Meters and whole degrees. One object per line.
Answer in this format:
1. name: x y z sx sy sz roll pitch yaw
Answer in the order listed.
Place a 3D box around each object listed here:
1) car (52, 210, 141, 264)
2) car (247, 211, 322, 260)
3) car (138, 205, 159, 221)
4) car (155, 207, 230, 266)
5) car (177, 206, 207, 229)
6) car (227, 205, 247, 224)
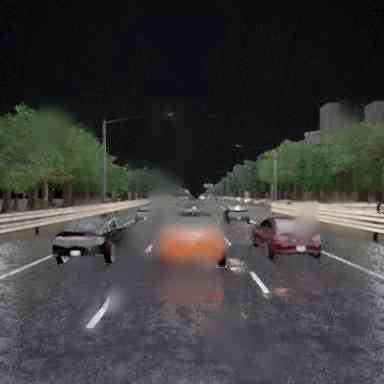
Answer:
1. car: -3.458 1.636 12.344 2.128 1.511 4.902 0 -1 0
2. car: 3.548 1.678 13.066 1.812 1.442 4.674 0 0 0
3. car: -3.462 1.797 27.343 2.128 1.511 4.902 0 0 0
4. car: 0.042 1.495 12.249 2.097 1.767 4.553 0 -1 0
5. car: 0.020 1.831 25.144 2.033 1.411 5.357 0 -1 0
6. car: 3.539 1.797 27.322 2.128 1.511 4.902 0 0 0
